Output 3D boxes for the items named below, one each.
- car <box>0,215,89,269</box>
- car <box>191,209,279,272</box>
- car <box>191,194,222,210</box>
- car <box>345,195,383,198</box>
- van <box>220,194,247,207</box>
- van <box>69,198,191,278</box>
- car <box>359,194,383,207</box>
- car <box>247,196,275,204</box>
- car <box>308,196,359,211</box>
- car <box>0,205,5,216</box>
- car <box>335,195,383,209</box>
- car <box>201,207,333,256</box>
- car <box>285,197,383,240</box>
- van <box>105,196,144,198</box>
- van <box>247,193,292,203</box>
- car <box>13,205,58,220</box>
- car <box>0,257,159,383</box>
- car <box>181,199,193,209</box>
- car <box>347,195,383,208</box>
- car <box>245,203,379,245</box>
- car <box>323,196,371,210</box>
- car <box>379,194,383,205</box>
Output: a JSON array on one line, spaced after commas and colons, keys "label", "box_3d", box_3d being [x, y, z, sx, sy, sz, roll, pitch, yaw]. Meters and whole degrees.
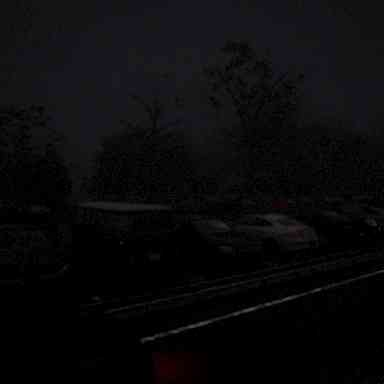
[{"label": "car", "box_3d": [-4.278, 1.536, 7.970, 2.002, 1.452, 4.674, 1, 0, -35]}, {"label": "car", "box_3d": [0.339, 1.550, 11.253, 2.002, 1.452, 4.674, -1, 0, -35]}, {"label": "car", "box_3d": [-0.160, 1.305, 26.281, 2.185, 1.767, 4.553, -1, 0, -35]}, {"label": "car", "box_3d": [11.842, 1.122, 19.464, 2.435, 2.045, 5.566, -1, 0, -35]}, {"label": "van", "box_3d": [2.155, 1.176, 28.109, 1.878, 1.987, 4.442, -1, 0, -35]}, {"label": "van", "box_3d": [-2.138, 1.287, 9.632, 1.878, 1.987, 4.442, 0, 0, -35]}, {"label": "car", "box_3d": [25.240, 1.119, 44.372, 2.231, 1.521, 4.892, -1, 0, -35]}, {"label": "car", "box_3d": [4.524, 1.374, 29.656, 2.231, 1.521, 4.892, -1, 0, -35]}, {"label": "car", "box_3d": [15.929, 1.233, 37.762, 2.097, 1.535, 5.008, -1, 0, -35]}, {"label": "car", "box_3d": [-11.686, 1.242, 18.096, 2.435, 2.045, 5.566, 1, 0, -35]}, {"label": "car", "box_3d": [20.638, 1.175, 41.099, 2.097, 1.535, 5.008, -1, 0, -35]}, {"label": "car", "box_3d": [2.652, 1.527, 12.891, 2.002, 1.452, 4.674, -1, 0, -35]}, {"label": "car", "box_3d": [7.236, 1.305, 16.193, 2.185, 1.767, 4.553, -1, 0, -35]}, {"label": "van", "box_3d": [-4.613, 1.261, 23.010, 1.878, 1.987, 4.442, -1, 0, -35]}, {"label": "van", "box_3d": [6.762, 1.119, 31.380, 1.878, 1.987, 4.442, -1, 0, -35]}, {"label": "car", "box_3d": [-9.390, 1.511, 19.756, 2.097, 1.535, 5.008, 1, 0, -35]}, {"label": "car", "box_3d": [-2.721, 1.546, 1.742, 5.357, 1.411, 2.033, 0, 0, -36]}, {"label": "car", "box_3d": [-2.394, 1.488, 24.771, 2.163, 1.488, 4.792, -1, 0, -35]}, {"label": "car", "box_3d": [22.939, 1.147, 42.735, 2.097, 1.535, 5.008, -1, 0, -35]}, {"label": "car", "box_3d": [4.956, 1.458, 14.526, 2.097, 1.535, 5.008, -1, 0, -35]}, {"label": "car", "box_3d": [18.317, 1.233, 39.490, 2.163, 1.488, 4.792, -1, 0, -35]}, {"label": "car", "box_3d": [29.834, 1.060, 47.656, 2.231, 1.521, 4.892, -1, 0, -35]}]
